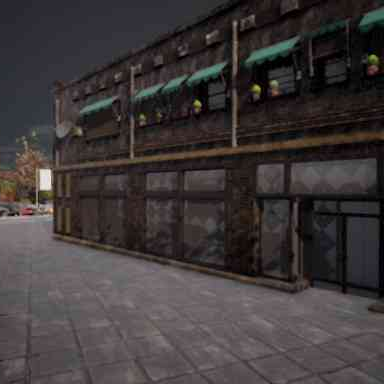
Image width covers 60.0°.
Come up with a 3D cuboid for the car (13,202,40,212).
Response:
[{"bbox_3d":[-32.536,2.918,65.446,4.553,1.767,2.185,0,-1,15],"label":"car"}]

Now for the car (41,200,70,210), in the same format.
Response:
[{"bbox_3d":[-30.257,2.933,73.614,5.566,2.045,2.435,0,-1,15],"label":"car"}]

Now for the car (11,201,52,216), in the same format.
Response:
[{"bbox_3d":[-23.515,2.622,48.739,4.553,1.767,2.185,0,-2,15],"label":"car"}]

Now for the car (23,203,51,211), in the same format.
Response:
[{"bbox_3d":[-31.773,3.093,68.123,5.008,1.535,2.097,0,-1,15],"label":"car"}]

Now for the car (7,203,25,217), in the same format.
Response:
[{"bbox_3d":[-24.917,2.571,43.341,4.792,1.488,2.163,0,-2,15],"label":"car"}]

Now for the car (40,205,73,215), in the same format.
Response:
[{"bbox_3d":[-22.033,2.959,54.098,4.674,1.452,2.002,0,-1,15],"label":"car"}]

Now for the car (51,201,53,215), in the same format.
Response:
[{"bbox_3d":[-22.788,2.712,51.420,4.553,1.767,2.185,0,-2,15],"label":"car"}]

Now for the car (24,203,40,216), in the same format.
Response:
[{"bbox_3d":[-24.245,2.678,46.044,4.792,1.488,2.163,0,-2,15],"label":"car"}]

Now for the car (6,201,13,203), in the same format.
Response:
[{"bbox_3d":[-33.992,2.669,60.064,5.566,2.045,2.435,0,-1,15],"label":"car"}]

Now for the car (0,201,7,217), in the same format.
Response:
[{"bbox_3d":[-25.642,2.300,40.658,4.553,1.767,2.185,0,-2,15],"label":"car"}]

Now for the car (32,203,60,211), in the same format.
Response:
[{"bbox_3d":[-31.195,3.136,70.979,5.366,1.575,1.946,0,-1,15],"label":"car"}]
